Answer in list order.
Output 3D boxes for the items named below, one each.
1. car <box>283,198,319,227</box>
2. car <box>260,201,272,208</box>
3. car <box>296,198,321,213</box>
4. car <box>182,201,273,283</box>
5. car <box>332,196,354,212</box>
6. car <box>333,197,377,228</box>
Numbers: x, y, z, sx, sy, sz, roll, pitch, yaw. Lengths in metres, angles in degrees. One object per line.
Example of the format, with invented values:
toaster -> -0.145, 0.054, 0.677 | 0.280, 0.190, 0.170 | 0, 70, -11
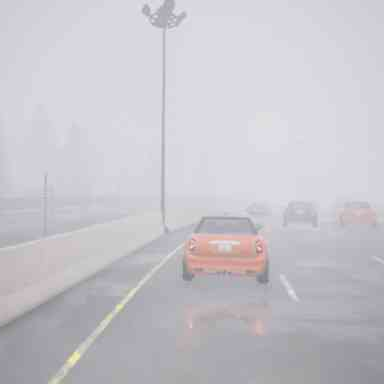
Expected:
car -> 7.356, 1.343, 22.884 | 2.097, 1.767, 4.553 | 1, 0, 16
car -> 6.211, 1.521, 30.592 | 1.994, 1.385, 4.181 | 1, 0, 20
car -> 13.619, 1.490, 38.781 | 2.128, 1.511, 4.902 | 1, 0, 27
car -> 1.041, 1.329, 9.897 | 2.097, 1.767, 4.553 | 1, 0, 7
car -> 18.200, 1.388, 39.952 | 2.097, 1.767, 4.553 | 1, 0, 28
car -> 10.944, 1.377, 22.656 | 2.097, 1.767, 4.553 | 1, 0, 16
